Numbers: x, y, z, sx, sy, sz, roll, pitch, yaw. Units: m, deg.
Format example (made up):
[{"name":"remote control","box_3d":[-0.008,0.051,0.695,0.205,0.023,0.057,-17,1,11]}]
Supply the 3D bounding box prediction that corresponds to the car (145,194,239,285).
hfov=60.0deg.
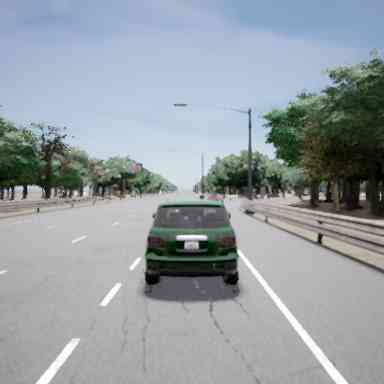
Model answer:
[{"name":"car","box_3d":[-0.007,1.195,9.588,2.150,2.045,5.566,0,0,0]}]

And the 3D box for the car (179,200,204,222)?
[{"name":"car","box_3d":[-0.014,1.431,26.693,1.837,1.490,4.892,0,0,0]}]

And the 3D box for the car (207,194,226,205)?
[{"name":"car","box_3d":[4.208,1.191,56.512,2.097,1.767,4.553,0,0,18]}]
